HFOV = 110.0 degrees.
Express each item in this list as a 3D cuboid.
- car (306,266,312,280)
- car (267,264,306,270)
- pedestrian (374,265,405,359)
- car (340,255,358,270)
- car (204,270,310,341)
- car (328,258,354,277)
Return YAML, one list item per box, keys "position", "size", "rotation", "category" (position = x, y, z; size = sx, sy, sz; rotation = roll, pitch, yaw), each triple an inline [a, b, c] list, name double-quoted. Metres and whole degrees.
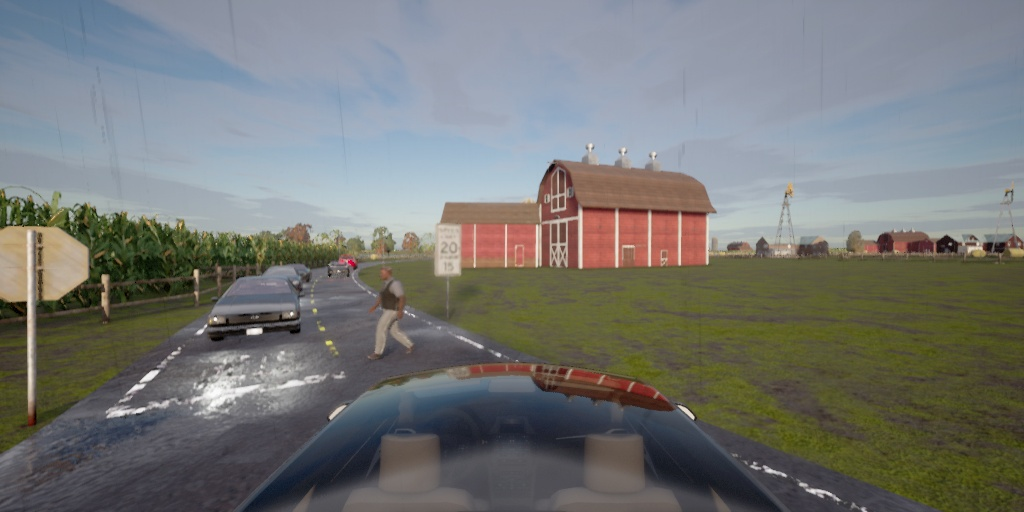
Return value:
- position: [-16.589, 1.298, 27.551]
  size: [1.994, 1.385, 4.181]
  rotation: [0, 0, -25]
  category: "car"
- position: [-12.023, 1.269, 18.749]
  size: [1.812, 1.442, 4.674]
  rotation: [0, 0, -29]
  category: "car"
- position: [-2.373, 1.042, 6.940]
  size: [0.375, 1.860, 0.375]
  rotation: [-1, 2, -33]
  category: "pedestrian"
- position: [-22.998, 0.907, 50.389]
  size: [2.150, 2.045, 5.566]
  rotation: [0, 0, -20]
  category: "car"
- position: [-7.116, 1.295, 10.279]
  size: [2.033, 1.411, 5.357]
  rotation: [0, 0, -31]
  category: "car"
- position: [-17.135, 1.216, 35.631]
  size: [2.128, 1.511, 4.902]
  rotation: [0, 0, -24]
  category: "car"
